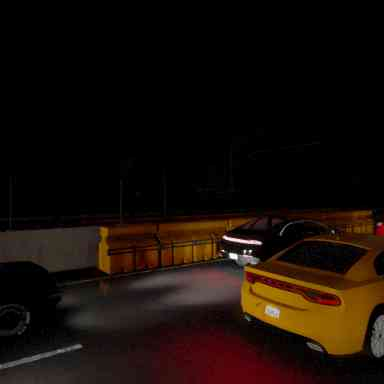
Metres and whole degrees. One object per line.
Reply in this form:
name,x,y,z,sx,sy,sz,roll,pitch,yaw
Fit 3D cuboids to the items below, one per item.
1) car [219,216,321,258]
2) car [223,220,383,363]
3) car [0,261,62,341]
car,3.074,1.492,10.240,4.902,1.511,2.128,0,0,-36
car,3.111,1.478,5.969,5.008,1.535,1.882,0,0,-36
car,-4.502,1.601,4.833,4.718,1.301,1.895,0,0,-36
